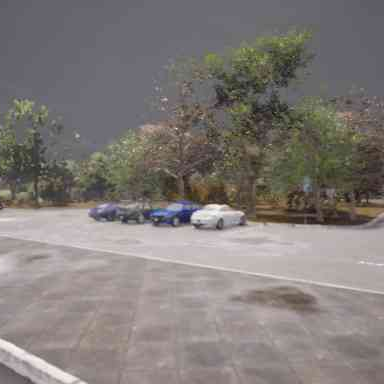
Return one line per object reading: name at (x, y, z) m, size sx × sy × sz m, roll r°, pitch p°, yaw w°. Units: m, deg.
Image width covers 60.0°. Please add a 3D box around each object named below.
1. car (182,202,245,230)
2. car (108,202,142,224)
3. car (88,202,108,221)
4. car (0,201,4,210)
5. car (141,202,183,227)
car at (1.730, 1.522, 21.302) m, size 2.002 × 1.452 × 4.674 m, roll 0°, pitch 0°, yaw 36°
car at (-3.498, 1.499, 25.032) m, size 2.231 × 1.521 × 4.892 m, roll 0°, pitch 0°, yaw 36°
car at (-6.162, 1.546, 26.938) m, size 2.002 × 1.452 × 4.674 m, roll 0°, pitch 0°, yaw 36°
car at (-25.946, 1.439, 41.111) m, size 2.185 × 1.767 × 4.553 m, roll 0°, pitch 0°, yaw 35°
car at (-0.828, 1.490, 23.139) m, size 2.097 × 1.535 × 5.008 m, roll 0°, pitch 0°, yaw 36°
